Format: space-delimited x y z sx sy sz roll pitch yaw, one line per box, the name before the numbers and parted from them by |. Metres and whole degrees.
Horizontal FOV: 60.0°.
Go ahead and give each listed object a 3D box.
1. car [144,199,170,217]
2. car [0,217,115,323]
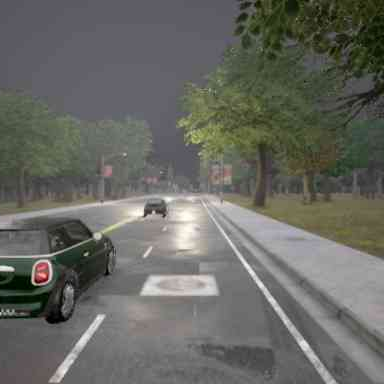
car | -3.054 1.348 29.057 1.837 1.490 4.892 0 0 0
car | -3.138 1.320 7.286 2.097 1.767 4.553 0 0 0
